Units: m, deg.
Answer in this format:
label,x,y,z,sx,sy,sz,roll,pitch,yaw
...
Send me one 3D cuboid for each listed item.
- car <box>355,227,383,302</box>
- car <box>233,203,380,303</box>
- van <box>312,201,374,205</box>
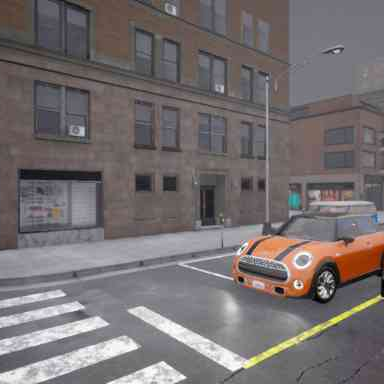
label,x,y,z,sx,sy,sz,roll,pitch,yaw
car,5.369,1.469,6.373,4.902,1.511,2.128,0,0,-40
car,3.131,1.321,8.269,4.553,1.767,2.097,0,0,-38
van,6.410,1.281,14.251,3.998,1.788,1.690,0,0,-40
